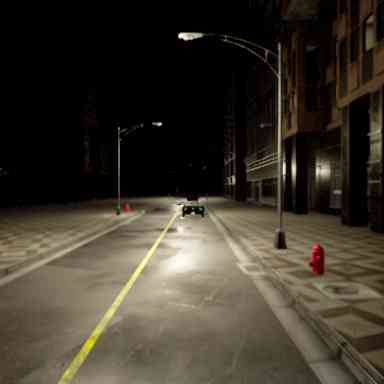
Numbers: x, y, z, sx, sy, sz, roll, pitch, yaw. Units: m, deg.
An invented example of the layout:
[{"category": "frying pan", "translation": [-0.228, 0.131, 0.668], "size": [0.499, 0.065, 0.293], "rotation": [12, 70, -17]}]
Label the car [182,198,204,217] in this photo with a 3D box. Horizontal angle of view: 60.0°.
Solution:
[{"category": "car", "translation": [0.108, 1.438, 29.561], "size": [1.895, 1.301, 4.718], "rotation": [0, 0, 0]}]

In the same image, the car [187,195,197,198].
[{"category": "car", "translation": [0.062, 1.226, 50.529], "size": [1.837, 1.490, 4.892], "rotation": [0, 0, 0]}]
